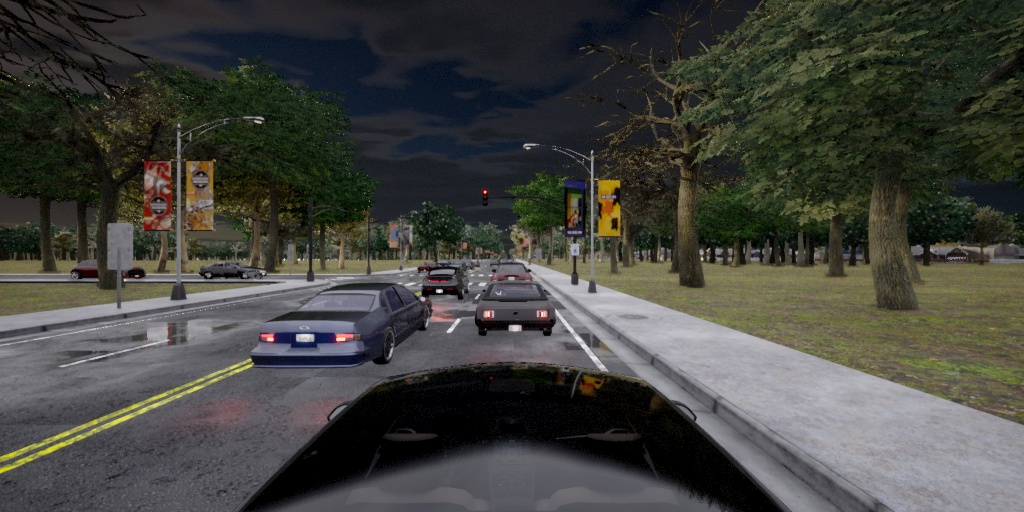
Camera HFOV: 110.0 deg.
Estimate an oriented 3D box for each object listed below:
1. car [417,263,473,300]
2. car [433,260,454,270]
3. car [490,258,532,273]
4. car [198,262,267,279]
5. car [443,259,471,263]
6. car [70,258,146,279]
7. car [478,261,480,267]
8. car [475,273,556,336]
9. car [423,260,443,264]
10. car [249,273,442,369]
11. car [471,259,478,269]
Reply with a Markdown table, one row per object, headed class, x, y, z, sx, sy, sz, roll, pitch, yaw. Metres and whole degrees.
| class | x | y | z | sx | sy | sz | roll | pitch | yaw |
| --- | --- | --- | --- | --- | --- | --- | --- | --- | --- |
| car | -3.197 | 1.258 | 17.818 | 1.837 | 1.490 | 4.892 | 0 | 0 | -2 |
| car | -10.076 | 1.321 | 53.035 | 2.033 | 1.411 | 5.357 | 0 | 0 | 0 |
| car | -0.013 | 1.106 | 19.343 | 2.097 | 1.767 | 4.553 | 0 | 0 | 0 |
| car | -23.064 | 1.225 | 29.740 | 4.902 | 1.511 | 2.128 | 0 | 0 | 0 |
| car | -6.789 | 1.258 | 44.872 | 2.128 | 1.511 | 4.902 | 0 | 0 | 0 |
| car | -33.321 | 1.073 | 29.700 | 4.553 | 1.767 | 2.097 | 0 | 0 | 0 |
| car | -6.842 | 1.312 | 64.444 | 1.812 | 1.442 | 4.674 | 0 | 0 | 0 |
| car | 0.067 | 1.352 | 10.358 | 1.895 | 1.301 | 4.718 | 0 | 0 | 0 |
| car | -10.034 | 1.366 | 43.383 | 1.895 | 1.301 | 4.718 | 0 | 0 | 0 |
| car | -3.172 | 1.298 | 7.984 | 2.033 | 1.411 | 5.357 | 0 | 0 | 0 |
| car | -6.828 | 1.266 | 54.209 | 2.128 | 1.511 | 4.902 | 0 | 0 | 0 |
